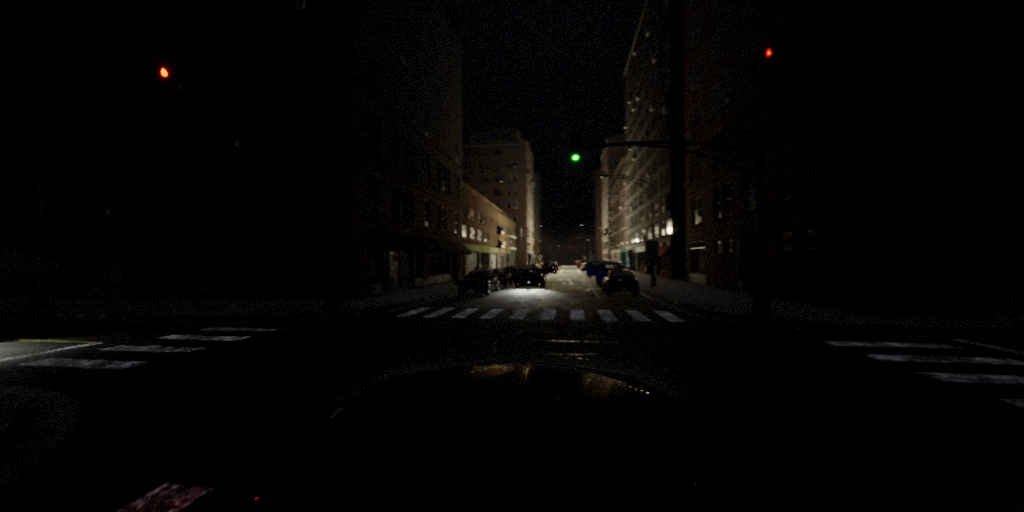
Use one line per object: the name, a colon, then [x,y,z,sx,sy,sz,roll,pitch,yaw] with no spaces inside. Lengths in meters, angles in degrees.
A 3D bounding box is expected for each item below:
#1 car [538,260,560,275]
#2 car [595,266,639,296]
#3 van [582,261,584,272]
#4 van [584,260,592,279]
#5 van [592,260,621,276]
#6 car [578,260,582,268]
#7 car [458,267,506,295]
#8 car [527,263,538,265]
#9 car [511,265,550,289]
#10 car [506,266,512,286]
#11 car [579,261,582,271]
car: [4.854,1.501,47.204,2.097,1.767,4.553,0,-1,9]
car: [6.043,1.444,20.314,2.007,1.370,4.403,0,0,9]
van: [9.610,1.430,42.761,1.690,1.789,3.998,0,0,9]
van: [8.718,1.382,37.149,1.690,1.789,3.998,0,0,9]
van: [6.935,1.284,25.925,1.690,1.789,3.998,0,0,9]
car: [12.311,1.760,59.764,1.751,1.417,4.829,0,0,9]
car: [-1.882,1.525,21.572,1.948,1.339,4.313,0,0,9]
car: [1.684,1.706,44.019,2.007,1.370,4.403,0,0,9]
car: [1.407,1.545,25.510,1.994,1.385,4.181,0,0,9]
car: [-0.991,1.591,27.184,1.802,1.307,4.207,0,0,9]
car: [11.393,1.768,53.984,1.802,1.307,4.207,0,0,9]
